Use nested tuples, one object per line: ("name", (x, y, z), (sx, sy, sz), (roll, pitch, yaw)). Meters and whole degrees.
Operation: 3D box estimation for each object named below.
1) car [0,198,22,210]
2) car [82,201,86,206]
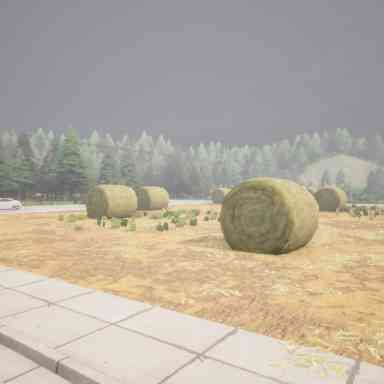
("car", (-22.143, 1.435, 38.430), (1.812, 1.442, 4.674), (0, 0, 37))
("car", (-13.783, 1.411, 49.698), (2.033, 1.411, 5.357), (0, 0, 37))
